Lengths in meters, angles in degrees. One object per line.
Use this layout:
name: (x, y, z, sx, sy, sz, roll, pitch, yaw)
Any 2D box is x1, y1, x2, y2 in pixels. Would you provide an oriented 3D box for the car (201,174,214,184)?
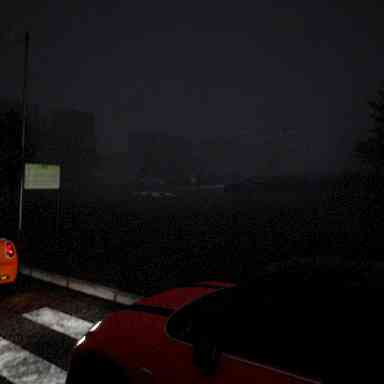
car: (0.711, -2.112, 56.468, 4.792, 1.488, 2.163, 2, 6, 30)

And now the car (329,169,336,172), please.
car: (32.353, -4.684, 82.642, 5.008, 1.535, 2.097, 2, 6, 31)

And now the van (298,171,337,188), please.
van: (18.009, -1.567, 48.008, 4.442, 1.987, 1.878, 4, 7, 32)

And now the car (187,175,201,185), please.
car: (-1.496, -2.079, 54.532, 4.553, 1.767, 2.185, 2, 6, 30)

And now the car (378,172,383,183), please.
car: (29.653, -2.278, 57.450, 4.892, 1.521, 2.231, 4, 7, 30)

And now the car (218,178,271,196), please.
car: (6.110, -0.434, 38.866, 5.008, 1.535, 2.097, 4, 7, 32)

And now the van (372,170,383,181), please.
van: (36.697, -3.060, 63.064, 4.442, 1.987, 1.878, 4, 7, 30)

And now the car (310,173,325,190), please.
car: (15.523, -1.293, 46.245, 4.553, 1.767, 2.185, 4, 7, 32)

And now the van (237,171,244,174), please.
van: (7.403, -2.927, 62.153, 4.442, 1.987, 1.878, 2, 6, 30)

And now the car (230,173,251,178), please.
car: (9.267, -1.968, 55.807, 4.718, 1.301, 1.895, -4, 7, -34)

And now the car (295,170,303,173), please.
car: (21.040, -3.803, 73.333, 4.892, 1.521, 2.231, 2, 6, 30)

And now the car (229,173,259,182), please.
car: (9.921, -2.880, 63.897, 5.366, 1.575, 1.946, 2, 5, 30)

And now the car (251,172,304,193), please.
car: (10.803, -1.051, 42.534, 5.566, 2.045, 2.435, 4, 7, 32)

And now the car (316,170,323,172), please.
car: (27.821, -4.308, 78.939, 4.674, 1.452, 2.002, 2, 5, 30)

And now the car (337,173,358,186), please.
car: (22.621, -1.717, 51.798, 4.892, 1.521, 2.231, 4, 7, 31)

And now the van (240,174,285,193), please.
van: (8.573, -0.834, 40.623, 4.442, 1.987, 1.878, 4, 7, 32)

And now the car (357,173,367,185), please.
car: (24.990, -1.873, 53.666, 4.792, 1.488, 2.163, 4, 7, 31)

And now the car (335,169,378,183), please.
car: (27.341, -2.339, 55.517, 5.566, 2.045, 2.435, 4, 7, 31)

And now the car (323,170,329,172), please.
car: (30.104, -4.641, 80.757, 4.553, 1.767, 2.185, 2, 6, 30)

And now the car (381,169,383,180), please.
car: (41.238, -3.450, 66.903, 5.566, 2.045, 2.435, 4, 7, 30)

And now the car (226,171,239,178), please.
car: (5.249, -2.514, 60.237, 5.008, 1.535, 2.097, 2, 5, 30)

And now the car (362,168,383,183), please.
car: (32.004, -2.715, 59.305, 5.566, 2.045, 2.435, 4, 7, 30)

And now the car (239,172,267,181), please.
car: (12.008, -3.069, 65.870, 5.008, 1.535, 2.097, 2, 5, 30)

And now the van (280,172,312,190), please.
van: (13.087, -1.214, 44.427, 4.442, 1.987, 1.878, 4, 7, 32)

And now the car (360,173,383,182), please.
car: (34.125, -2.669, 61.335, 5.366, 1.575, 1.946, 4, 7, 30)

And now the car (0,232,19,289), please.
car: (-6.103, 1.295, 7.863, 4.553, 1.767, 2.097, 1, 1, 36)

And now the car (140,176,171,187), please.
car: (-6.030, -1.542, 50.780, 4.674, 1.452, 2.002, 2, 5, 30)

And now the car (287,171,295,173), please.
car: (18.782, -3.619, 71.471, 4.892, 1.521, 2.231, 2, 6, 30)

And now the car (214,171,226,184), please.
car: (3.018, -2.451, 58.313, 4.553, 1.767, 2.185, 2, 6, 30)

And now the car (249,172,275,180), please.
car: (14.292, -3.222, 67.723, 4.792, 1.488, 2.163, 2, 5, 30)

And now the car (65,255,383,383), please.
car: (1.011, 1.351, 2.722, 4.553, 1.767, 2.097, 0, 0, 35)

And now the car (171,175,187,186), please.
car: (-3.748, -1.738, 52.659, 4.792, 1.488, 2.163, 2, 5, 30)
